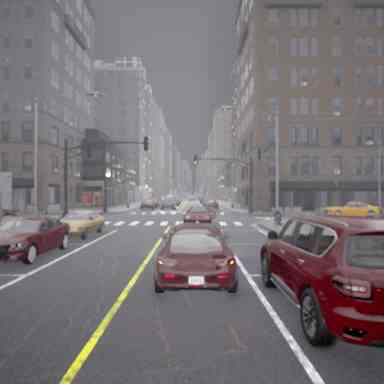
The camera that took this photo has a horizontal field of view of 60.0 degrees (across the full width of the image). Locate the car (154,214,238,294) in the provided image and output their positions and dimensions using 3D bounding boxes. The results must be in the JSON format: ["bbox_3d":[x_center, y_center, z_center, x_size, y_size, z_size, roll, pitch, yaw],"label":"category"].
[{"bbox_3d":[0.091,1.544,8.721,1.812,1.442,4.674,0,0,0],"label":"car"}]

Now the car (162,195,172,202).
[{"bbox_3d":[-5.839,1.611,78.591,1.967,1.590,4.097,1,0,0],"label":"car"}]

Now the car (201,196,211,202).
[{"bbox_3d":[2.682,1.687,50.217,1.802,1.307,4.206,1,0,0],"label":"car"}]

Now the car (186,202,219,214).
[{"bbox_3d":[0.694,1.648,23.421,1.895,1.301,4.718,0,0,9],"label":"car"}]

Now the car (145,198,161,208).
[{"bbox_3d":[-5.844,1.650,50.226,1.887,1.381,4.507,1,0,0],"label":"car"}]

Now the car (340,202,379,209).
[{"bbox_3d":[15.128,1.700,31.737,5.008,1.535,1.882,0,-1,1],"label":"car"}]

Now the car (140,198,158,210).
[{"bbox_3d":[-5.844,1.637,44.553,1.887,1.381,4.507,1,0,0],"label":"car"}]

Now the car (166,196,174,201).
[{"bbox_3d":[-5.839,1.781,89.936,1.802,1.307,4.206,1,0,0],"label":"car"}]

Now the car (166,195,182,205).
[{"bbox_3d":[-3.083,1.678,54.137,1.994,1.385,4.181,0,0,0],"label":"car"}]

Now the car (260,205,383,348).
[{"bbox_3d":[2.679,1.328,6.275,2.192,1.841,5.009,1,0,0],"label":"car"}]

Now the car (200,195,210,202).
[{"bbox_3d":[2.682,1.700,55.890,1.802,1.307,4.206,1,0,0],"label":"car"}]

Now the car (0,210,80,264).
[{"bbox_3d":[-5.848,1.569,11.909,1.887,1.381,4.507,1,0,0],"label":"car"}]

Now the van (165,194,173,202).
[{"bbox_3d":[-5.838,1.526,84.264,1.690,1.788,3.998,1,0,0],"label":"van"}]

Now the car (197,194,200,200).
[{"bbox_3d":[2.686,1.459,67.237,2.192,1.841,5.009,1,0,0],"label":"car"}]

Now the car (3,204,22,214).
[{"bbox_3d":[-17.257,1.251,28.725,4.553,1.767,2.097,1,-1,0],"label":"car"}]

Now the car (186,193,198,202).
[{"bbox_3d":[0.011,1.725,84.277,2.033,1.411,5.357,0,0,0],"label":"car"}]

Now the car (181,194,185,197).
[{"bbox_3d":[-3.027,1.685,64.575,2.033,1.411,5.357,0,0,1],"label":"car"}]

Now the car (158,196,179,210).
[{"bbox_3d":[-3.091,1.597,44.172,1.837,1.490,4.892,0,0,0],"label":"car"}]

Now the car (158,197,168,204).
[{"bbox_3d":[-5.842,1.726,67.245,1.802,1.307,4.206,1,0,0],"label":"car"}]

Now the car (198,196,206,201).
[{"bbox_3d":[2.686,1.765,89.930,1.947,1.339,4.313,1,0,0],"label":"car"}]

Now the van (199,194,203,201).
[{"bbox_3d":[2.685,1.472,61.564,1.690,1.788,3.998,1,0,0],"label":"van"}]

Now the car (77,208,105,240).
[{"bbox_3d":[-5.847,1.561,17.364,1.752,1.417,4.829,1,0,0],"label":"car"}]

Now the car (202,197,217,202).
[{"bbox_3d":[2.681,1.675,44.543,1.802,1.307,4.206,1,0,0],"label":"car"}]
